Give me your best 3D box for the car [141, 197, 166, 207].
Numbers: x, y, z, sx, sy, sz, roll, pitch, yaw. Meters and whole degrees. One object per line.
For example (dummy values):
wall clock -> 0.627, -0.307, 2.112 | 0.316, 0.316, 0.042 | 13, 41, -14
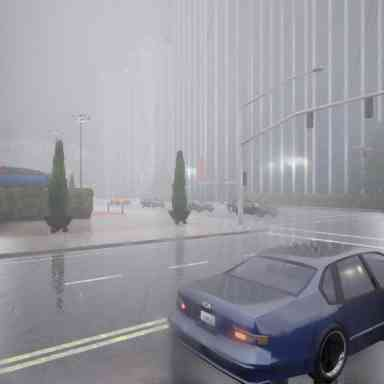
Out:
car -> -6.241, 1.526, 53.452 | 1.812, 1.442, 4.674 | 0, 0, -36

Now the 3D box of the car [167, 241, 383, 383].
car -> 2.243, 1.547, 5.402 | 5.357, 1.411, 2.033 | 0, 0, -35

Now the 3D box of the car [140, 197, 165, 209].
car -> -5.555, 1.505, 46.517 | 1.837, 1.490, 4.892 | 0, 0, -36

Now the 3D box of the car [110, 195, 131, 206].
car -> -11.839, 1.355, 55.253 | 2.097, 1.767, 4.553 | 0, 0, -36

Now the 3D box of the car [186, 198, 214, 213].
car -> 0.521, 1.526, 38.149 | 1.812, 1.442, 4.674 | 0, 0, -36

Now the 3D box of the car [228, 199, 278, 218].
car -> 5.809, 1.526, 30.752 | 1.812, 1.442, 4.674 | 0, 0, -34

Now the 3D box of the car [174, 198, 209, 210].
car -> -0.158, 1.548, 45.020 | 2.033, 1.411, 5.357 | 0, 0, -36
